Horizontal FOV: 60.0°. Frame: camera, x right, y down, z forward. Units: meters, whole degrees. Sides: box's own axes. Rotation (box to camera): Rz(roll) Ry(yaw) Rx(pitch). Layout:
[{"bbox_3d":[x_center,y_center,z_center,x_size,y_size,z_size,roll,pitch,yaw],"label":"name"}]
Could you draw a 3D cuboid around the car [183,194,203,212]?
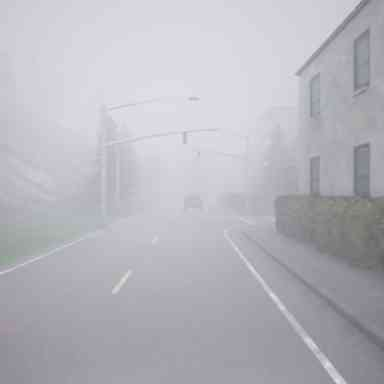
[{"bbox_3d":[0.106,1.227,39.697,2.150,2.045,5.566,0,0,0],"label":"car"}]
